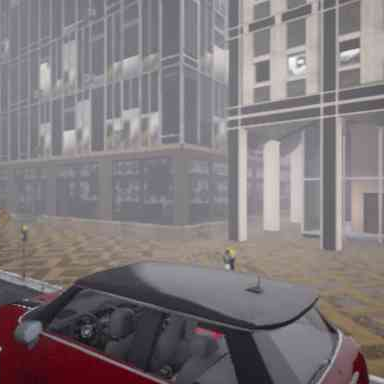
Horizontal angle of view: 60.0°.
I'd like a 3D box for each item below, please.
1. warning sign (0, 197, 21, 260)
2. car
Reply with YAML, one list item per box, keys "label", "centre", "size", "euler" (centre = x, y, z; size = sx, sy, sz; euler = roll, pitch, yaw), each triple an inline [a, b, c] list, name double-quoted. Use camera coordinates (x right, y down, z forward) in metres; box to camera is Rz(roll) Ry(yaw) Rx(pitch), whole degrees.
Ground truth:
- label: "warning sign"
  centre: [-6.171, 1.100, 10.197]
  size: [1.060, 1.860, 1.300]
  euler: [0, 0, 36]
- label: "car"
  centre: [-0.559, 1.437, 3.273]
  size: [4.097, 1.590, 1.967]
  euler: [0, 0, 36]
